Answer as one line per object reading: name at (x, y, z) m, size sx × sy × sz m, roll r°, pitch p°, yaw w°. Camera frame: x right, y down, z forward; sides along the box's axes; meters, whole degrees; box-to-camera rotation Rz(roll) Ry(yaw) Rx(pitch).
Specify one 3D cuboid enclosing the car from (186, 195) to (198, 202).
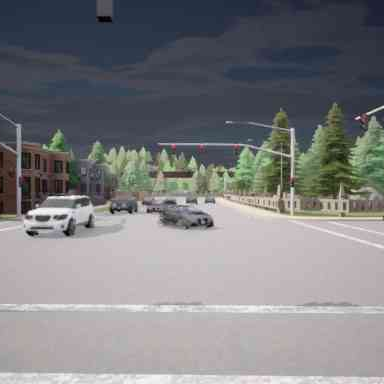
car at (-0.063, 1.352, 60.224) m, size 2.097 × 1.767 × 4.553 m, roll 0°, pitch 0°, yaw 0°

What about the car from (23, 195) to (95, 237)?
car at (-7.117, 1.222, 18.514) m, size 2.150 × 2.045 × 5.566 m, roll 0°, pitch 0°, yaw 0°

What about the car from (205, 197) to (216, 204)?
car at (3.532, 1.564, 65.205) m, size 1.994 × 1.385 × 4.181 m, roll 0°, pitch 0°, yaw 0°

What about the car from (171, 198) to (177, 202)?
car at (-3.564, 1.600, 54.939) m, size 1.895 × 1.301 × 4.718 m, roll 0°, pitch 0°, yaw 0°

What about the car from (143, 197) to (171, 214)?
car at (-3.632, 1.562, 35.200) m, size 1.994 × 1.385 × 4.181 m, roll 0°, pitch 0°, yaw 0°

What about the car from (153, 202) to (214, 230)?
car at (-0.474, 1.564, 21.029) m, size 1.994 × 1.385 × 4.181 m, roll 0°, pitch 0°, yaw -34°

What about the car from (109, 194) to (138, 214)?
car at (-7.130, 1.220, 35.222) m, size 2.150 × 2.045 × 5.566 m, roll 0°, pitch 0°, yaw 0°

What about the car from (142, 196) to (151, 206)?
car at (-7.065, 1.478, 54.906) m, size 1.882 × 1.535 × 5.008 m, roll 0°, pitch 0°, yaw 0°
